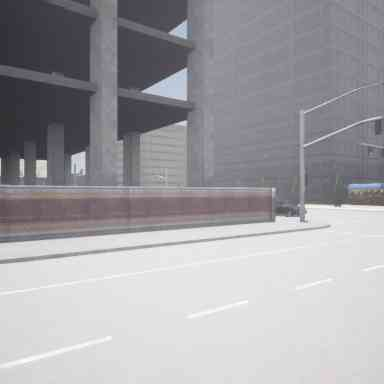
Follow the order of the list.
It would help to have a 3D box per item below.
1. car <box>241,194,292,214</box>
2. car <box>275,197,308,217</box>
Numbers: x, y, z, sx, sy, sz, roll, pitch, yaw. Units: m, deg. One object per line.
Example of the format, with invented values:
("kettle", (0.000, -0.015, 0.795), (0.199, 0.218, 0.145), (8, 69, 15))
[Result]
("car", (8.263, 1.221, 37.344), (2.150, 2.045, 5.566), (0, 0, -36))
("car", (8.468, 1.503, 31.060), (1.837, 1.490, 4.892), (0, 1, -35))
